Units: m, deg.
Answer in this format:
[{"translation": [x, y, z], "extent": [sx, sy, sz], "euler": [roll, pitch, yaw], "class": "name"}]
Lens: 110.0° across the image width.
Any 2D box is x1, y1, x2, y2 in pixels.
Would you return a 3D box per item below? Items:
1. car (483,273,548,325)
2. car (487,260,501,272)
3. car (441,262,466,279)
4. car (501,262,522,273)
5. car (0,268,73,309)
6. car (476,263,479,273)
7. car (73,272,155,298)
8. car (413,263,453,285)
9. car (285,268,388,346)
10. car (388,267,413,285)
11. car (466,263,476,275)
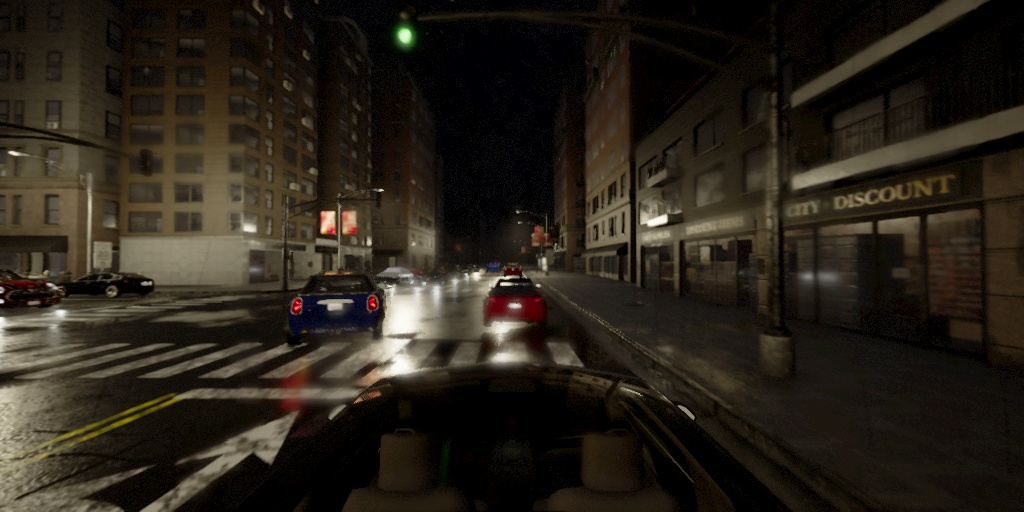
[{"translation": [0.100, 1.441, 12.347], "extent": [1.994, 1.385, 4.181], "euler": [0, -1, 0], "class": "car"}, {"translation": [-3.244, 1.953, 60.999], "extent": [1.882, 1.535, 5.008], "euler": [0, -1, 0], "class": "car"}, {"translation": [-6.582, 1.713, 39.525], "extent": [1.837, 1.490, 4.892], "euler": [0, -1, 0], "class": "car"}, {"translation": [0.104, 1.595, 42.331], "extent": [2.097, 1.767, 4.553], "euler": [0, -1, 0], "class": "car"}, {"translation": [-20.792, 1.242, 14.040], "extent": [4.553, 1.767, 2.097], "euler": [0, -1, 2], "class": "car"}, {"translation": [-6.495, 1.961, 59.539], "extent": [1.837, 1.490, 4.892], "euler": [0, -1, 0], "class": "car"}, {"translation": [-22.147, 1.550, 19.587], "extent": [4.313, 1.339, 1.948], "euler": [0, 0, 0], "class": "car"}, {"translation": [-6.594, 1.601, 30.413], "extent": [1.837, 1.490, 4.892], "euler": [0, -1, 0], "class": "car"}, {"translation": [-4.714, 1.201, 10.152], "extent": [2.097, 1.767, 4.553], "euler": [0, -1, -19], "class": "car"}, {"translation": [-9.848, 1.645, 30.500], "extent": [2.033, 1.411, 5.357], "euler": [0, -1, 0], "class": "car"}, {"translation": [-6.513, 1.836, 49.508], "extent": [1.837, 1.490, 4.892], "euler": [0, -1, 1], "class": "car"}]
